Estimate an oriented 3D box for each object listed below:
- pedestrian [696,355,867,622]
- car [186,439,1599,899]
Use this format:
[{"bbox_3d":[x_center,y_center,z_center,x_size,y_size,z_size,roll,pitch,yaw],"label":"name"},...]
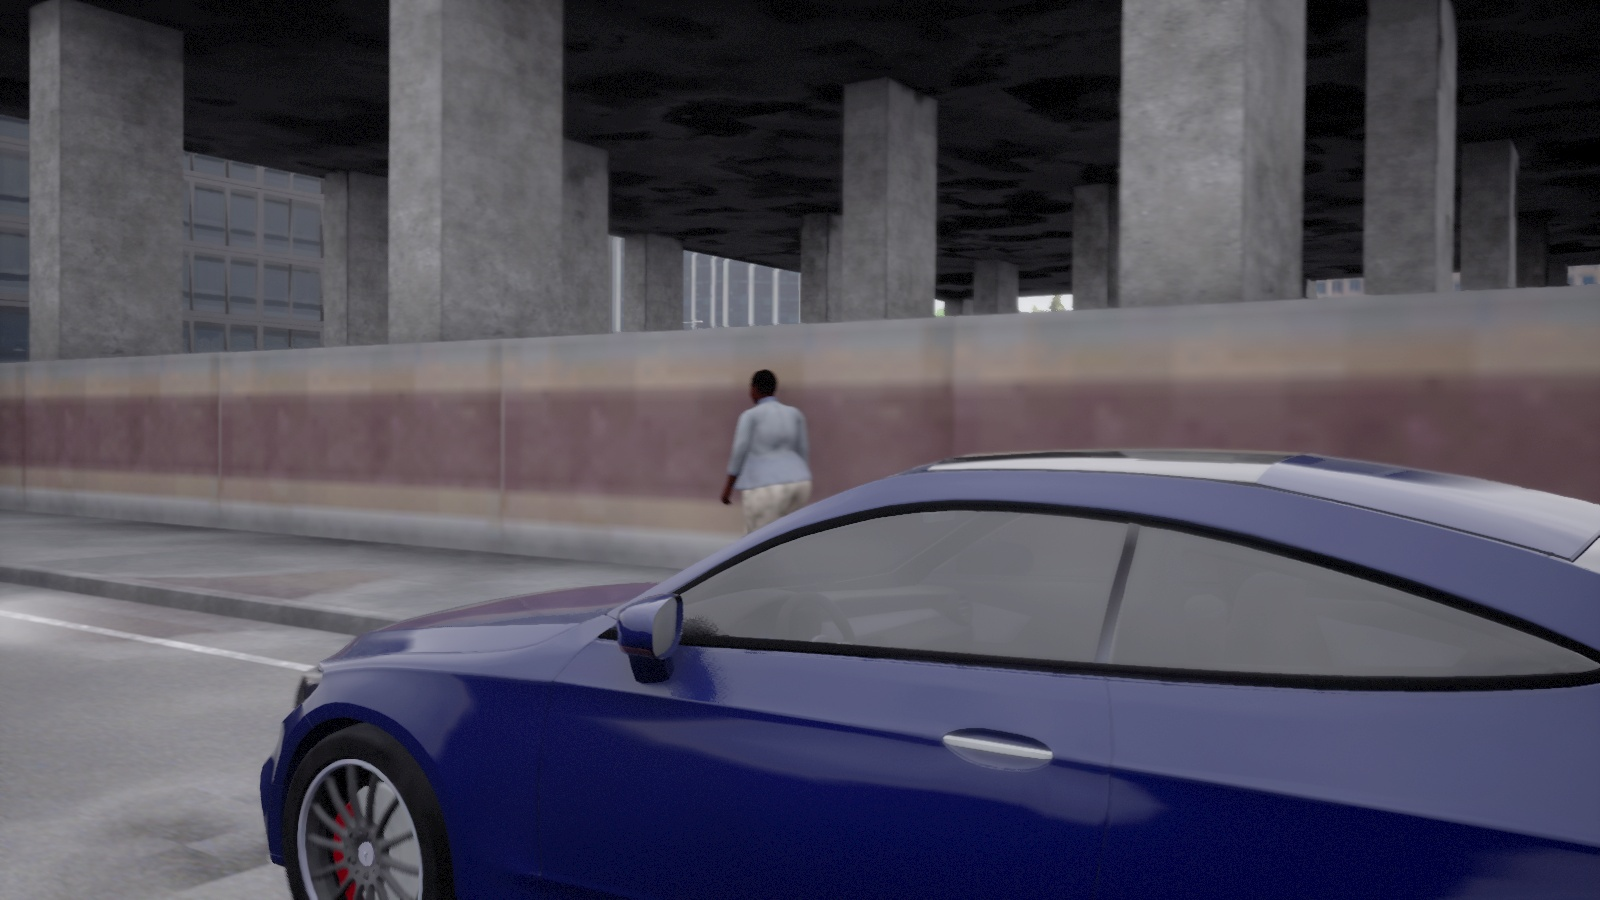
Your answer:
[{"bbox_3d":[-0.139,0.259,9.360,0.874,1.855,0.900,-1,1,-44],"label":"pedestrian"},{"bbox_3d":[0.629,0.708,3.206,4.674,1.442,1.812,0,1,34],"label":"car"}]
